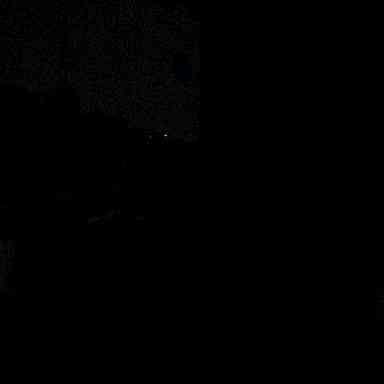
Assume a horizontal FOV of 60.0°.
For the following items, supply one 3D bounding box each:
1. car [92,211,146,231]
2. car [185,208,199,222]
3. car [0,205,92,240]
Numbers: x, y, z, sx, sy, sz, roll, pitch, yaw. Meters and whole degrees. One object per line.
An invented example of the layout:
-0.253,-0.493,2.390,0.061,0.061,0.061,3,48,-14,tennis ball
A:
-5.317,1.957,23.695,1.752,1.417,4.829,-1,-2,36,car
1.056,2.198,32.562,1.947,1.339,4.313,-1,-2,36,car
-8.652,1.642,19.060,2.192,1.841,5.009,-1,-2,36,car
